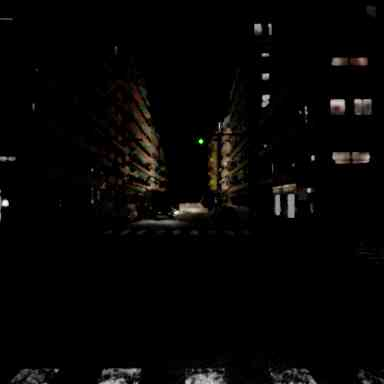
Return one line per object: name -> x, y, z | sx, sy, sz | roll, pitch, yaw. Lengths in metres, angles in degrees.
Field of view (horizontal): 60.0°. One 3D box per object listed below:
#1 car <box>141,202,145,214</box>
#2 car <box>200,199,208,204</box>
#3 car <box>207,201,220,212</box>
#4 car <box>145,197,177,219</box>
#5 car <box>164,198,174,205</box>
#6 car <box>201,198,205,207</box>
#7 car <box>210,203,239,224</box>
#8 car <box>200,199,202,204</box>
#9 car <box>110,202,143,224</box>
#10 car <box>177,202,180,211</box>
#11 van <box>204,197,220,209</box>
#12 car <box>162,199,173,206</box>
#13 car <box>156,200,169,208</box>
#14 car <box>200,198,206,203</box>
car -> -5.492, 1.852, 38.902 | 1.967, 1.590, 4.097 | 1, -1, 0
car -> 3.115, 2.485, 89.644 | 2.008, 1.369, 4.403 | 1, -1, 0
car -> 2.860, 1.892, 33.221 | 2.008, 1.369, 4.403 | 1, -1, 0
car -> -2.940, 1.569, 33.125 | 2.150, 2.045, 5.566 | 0, -1, 0
car -> -5.314, 2.267, 78.398 | 1.967, 1.590, 4.097 | 1, -1, 0
car -> 2.964, 2.103, 55.960 | 1.752, 1.417, 4.829 | 1, -1, 0
car -> 2.835, 1.848, 27.579 | 1.947, 1.339, 4.313 | 1, -1, 0
car -> 2.987, 2.217, 61.432 | 1.802, 1.307, 4.206 | 1, -1, 0
car -> -5.545, 1.819, 27.446 | 1.752, 1.417, 4.829 | 1, -1, 0
car -> -2.844, 2.120, 49.562 | 1.895, 1.301, 4.718 | 0, -1, 1
van -> 2.915, 1.799, 44.507 | 1.690, 1.788, 3.998 | 1, -1, 0
car -> -5.341, 2.318, 72.754 | 2.008, 1.369, 4.403 | 1, -1, 0
car -> -5.392, 2.193, 61.470 | 1.887, 1.381, 4.507 | 1, -1, 0
car -> 3.142, 2.521, 95.457 | 1.752, 1.417, 4.829 | 1, -1, 0
